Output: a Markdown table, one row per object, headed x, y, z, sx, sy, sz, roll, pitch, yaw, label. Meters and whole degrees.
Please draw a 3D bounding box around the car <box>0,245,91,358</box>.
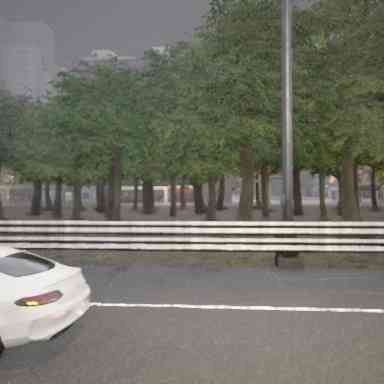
| x | y | z | sx | sy | sz | roll | pitch | yaw | label |
| --- | --- | --- | --- | --- | --- | --- | --- | --- | --- |
| -3.965 | 1.559 | 5.162 | 4.674 | 1.442 | 1.812 | 0 | 0 | 5 | car |
